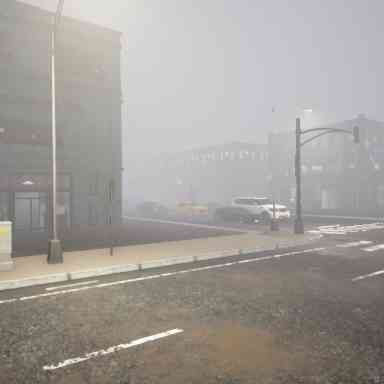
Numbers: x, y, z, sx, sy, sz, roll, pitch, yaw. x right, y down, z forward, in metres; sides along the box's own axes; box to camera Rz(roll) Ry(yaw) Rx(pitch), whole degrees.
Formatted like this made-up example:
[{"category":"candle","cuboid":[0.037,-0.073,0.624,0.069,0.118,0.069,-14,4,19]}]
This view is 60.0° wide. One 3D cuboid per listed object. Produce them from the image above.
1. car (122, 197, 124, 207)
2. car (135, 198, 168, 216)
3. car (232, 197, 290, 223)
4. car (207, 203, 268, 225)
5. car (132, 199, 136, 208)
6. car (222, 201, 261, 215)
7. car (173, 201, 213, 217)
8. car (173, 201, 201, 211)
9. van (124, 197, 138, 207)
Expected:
[{"category":"car","cuboid":[-13.597,1.939,65.397,2.192,1.841,5.009,-1,0,-35]},{"category":"car","cuboid":[-4.394,1.845,37.981,1.967,1.590,4.097,-1,0,-35]},{"category":"car","cuboid":[5.610,1.445,28.387,2.150,2.045,5.566,-1,0,-35]},{"category":"car","cuboid":[3.548,1.814,26.599,1.947,1.339,4.313,-1,0,-35]},{"category":"car","cuboid":[-5.959,2.014,44.694,1.994,1.385,4.181,-1,0,-35]},{"category":"car","cuboid":[5.645,1.809,38.325,2.008,1.369,4.403,-2,0,-35]},{"category":"car","cuboid":[-0.230,1.817,36.612,1.882,1.535,5.008,-1,0,-35]},{"category":"car","cuboid":[-0.766,1.965,47.349,1.802,1.307,4.206,-2,0,-35]},{"category":"van","cuboid":[-10.390,1.906,60.885,1.690,1.788,3.998,-1,0,-35]}]
